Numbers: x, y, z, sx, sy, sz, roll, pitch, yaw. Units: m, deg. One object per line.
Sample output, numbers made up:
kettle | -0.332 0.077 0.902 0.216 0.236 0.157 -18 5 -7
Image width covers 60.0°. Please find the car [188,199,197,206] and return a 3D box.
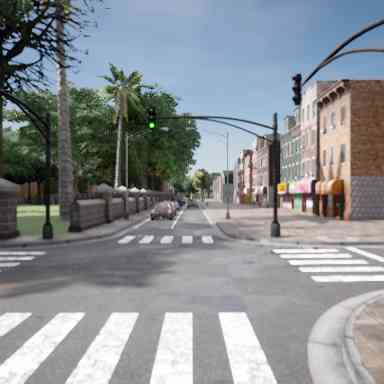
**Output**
car | 0.129 2.154 69.213 1.882 1.535 5.008 0 -1 0

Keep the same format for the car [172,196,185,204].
car | -2.956 1.838 63.771 2.150 2.045 5.566 0 -1 0

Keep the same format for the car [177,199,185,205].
car | -2.611 2.374 81.328 1.887 1.381 4.507 0 -1 0

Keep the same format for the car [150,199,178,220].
car | -2.630 1.688 30.135 1.967 1.590 4.097 0 -1 0

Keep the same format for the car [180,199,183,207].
car | -2.624 2.002 47.199 1.802 1.307 4.206 0 -1 0

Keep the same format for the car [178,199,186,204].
car | -2.609 2.455 87.017 2.008 1.369 4.403 -1 -1 0

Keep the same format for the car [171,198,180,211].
car | -2.627 1.743 35.823 1.967 1.590 4.097 0 -1 0

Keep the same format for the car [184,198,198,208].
car | 0.125 2.094 58.442 2.033 1.411 5.357 0 -1 -1

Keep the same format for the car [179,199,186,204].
car | -2.607 2.548 92.705 1.947 1.339 4.313 -1 -1 0
